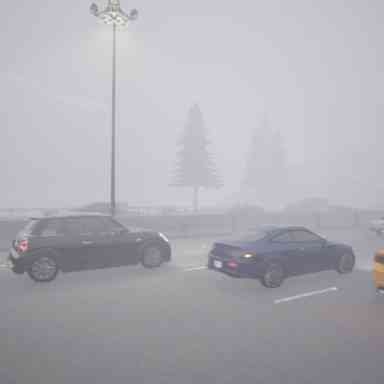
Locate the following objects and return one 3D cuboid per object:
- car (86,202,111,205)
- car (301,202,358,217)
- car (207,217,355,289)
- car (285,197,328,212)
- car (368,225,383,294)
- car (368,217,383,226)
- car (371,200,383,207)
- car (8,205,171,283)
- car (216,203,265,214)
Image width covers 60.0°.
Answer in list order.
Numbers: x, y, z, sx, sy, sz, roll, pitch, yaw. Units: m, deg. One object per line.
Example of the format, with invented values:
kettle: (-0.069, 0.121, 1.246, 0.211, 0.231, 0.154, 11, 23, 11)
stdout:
car: (-9.063, 1.706, 31.156, 4.892, 1.490, 1.837, 1, -1, -31)
car: (13.250, 1.893, 31.099, 5.357, 1.411, 2.033, 1, -1, -25)
car: (2.586, 1.620, 9.367, 4.674, 1.442, 1.812, 1, -1, -32)
car: (13.551, 1.634, 38.861, 5.566, 2.045, 2.150, 1, -1, -23)
car: (6.137, 1.579, 7.424, 5.008, 1.535, 1.882, 1, -1, -31)
car: (12.247, 1.837, 18.753, 4.718, 1.301, 1.895, 1, -1, -27)
car: (28.144, 1.762, 48.043, 4.674, 1.442, 1.812, 1, -1, -18)
car: (-2.891, 1.417, 10.017, 4.553, 1.767, 2.097, 1, 0, -33)
car: (4.448, 1.776, 30.683, 4.902, 1.511, 2.128, 1, -1, -27)
